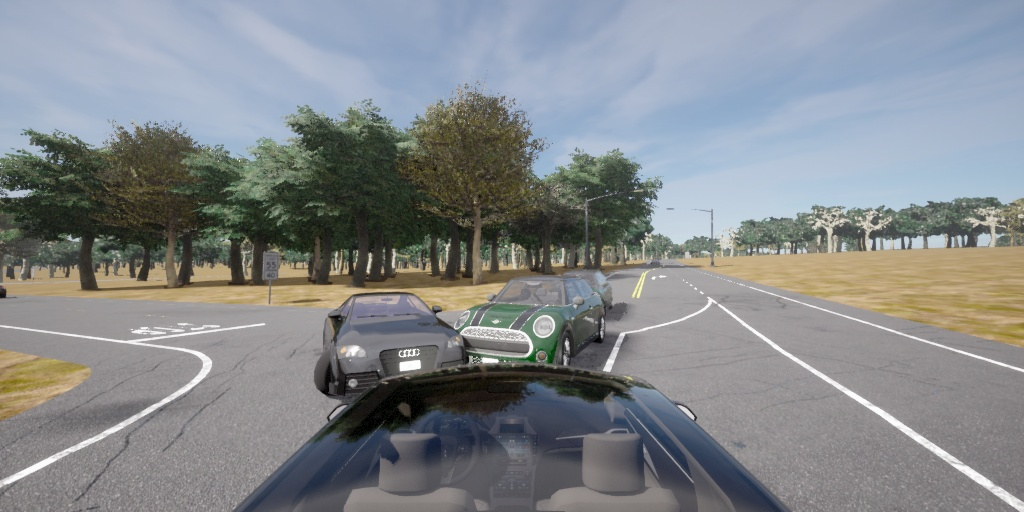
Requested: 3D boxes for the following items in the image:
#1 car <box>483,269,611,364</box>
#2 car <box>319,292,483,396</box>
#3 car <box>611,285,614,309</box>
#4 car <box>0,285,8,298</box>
[{"bbox_3d":[0.617,1.218,7.857,2.097,1.767,4.553,-1,-2,26],"label":"car"},{"bbox_3d":[-2.355,1.376,6.652,1.994,1.385,4.181,1,-2,-29],"label":"car"},{"bbox_3d":[2.620,1.356,13.751,2.097,1.767,4.553,-2,0,21],"label":"car"},{"bbox_3d":[-40.855,2.561,27.428,4.181,1.385,1.994,-2,-3,22],"label":"car"}]
